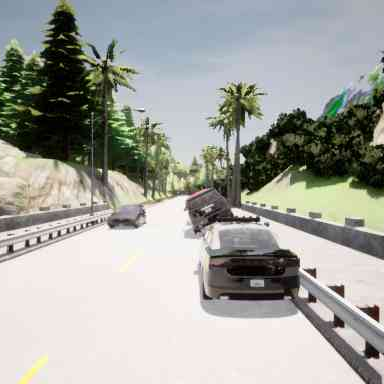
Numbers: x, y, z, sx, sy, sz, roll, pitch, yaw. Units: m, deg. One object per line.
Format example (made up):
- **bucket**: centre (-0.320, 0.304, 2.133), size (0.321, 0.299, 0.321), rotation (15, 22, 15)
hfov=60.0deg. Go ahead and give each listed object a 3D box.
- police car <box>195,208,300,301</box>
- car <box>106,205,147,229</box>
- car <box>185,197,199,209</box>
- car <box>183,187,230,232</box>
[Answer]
- **police car**: centre (1.158, 1.426, 8.521), size (1.930, 1.638, 5.238), rotation (0, 0, 0)
- **car**: centre (-4.104, 1.547, 21.910), size (2.033, 1.411, 5.357), rotation (0, 0, 0)
- **car**: centre (0.026, 1.505, 45.254), size (1.837, 1.490, 4.892), rotation (0, 0, 0)
- **car**: centre (0.818, 0.955, 18.435), size (2.150, 2.045, 5.566), rotation (-25, 0, 0)
